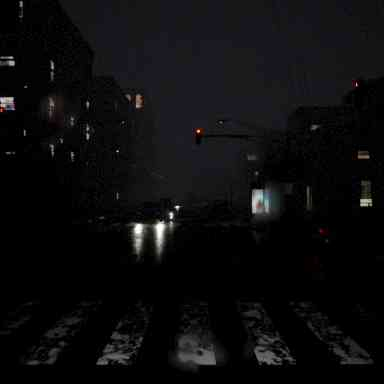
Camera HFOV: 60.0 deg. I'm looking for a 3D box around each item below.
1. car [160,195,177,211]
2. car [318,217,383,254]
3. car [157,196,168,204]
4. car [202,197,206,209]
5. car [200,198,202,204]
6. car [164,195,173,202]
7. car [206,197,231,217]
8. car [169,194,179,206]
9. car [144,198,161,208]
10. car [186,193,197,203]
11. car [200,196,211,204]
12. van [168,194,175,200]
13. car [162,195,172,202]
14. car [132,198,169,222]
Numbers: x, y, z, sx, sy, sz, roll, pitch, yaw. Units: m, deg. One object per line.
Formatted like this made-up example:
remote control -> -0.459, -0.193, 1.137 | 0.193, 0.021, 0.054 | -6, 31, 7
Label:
car -> -3.171, 1.514, 40.863 | 1.837, 1.490, 4.892 | 0, 1, 0
car -> 7.515, 1.630, 12.793 | 4.718, 1.301, 1.895 | 0, 1, 8
car -> -5.814, 1.565, 65.815 | 1.752, 1.417, 4.829 | 0, 0, 0
car -> 2.607, 1.597, 43.225 | 1.802, 1.307, 4.206 | 0, 0, 0
car -> 2.597, 1.571, 48.923 | 2.008, 1.369, 4.403 | 0, 0, 0
car -> -5.846, 1.592, 82.904 | 1.752, 1.417, 4.829 | -1, 0, 0
car -> 2.627, 1.446, 31.832 | 1.967, 1.590, 4.097 | 0, 0, 0
car -> -3.174, 1.505, 56.051 | 1.882, 1.535, 5.008 | 0, 0, 0
car -> -5.784, 1.571, 48.895 | 2.008, 1.369, 4.403 | 0, 0, 0
car -> -0.037, 1.269, 70.640 | 2.150, 2.045, 5.566 | 0, 0, 0
car -> 2.566, 1.591, 66.012 | 2.008, 1.369, 4.403 | -1, 0, 0
van -> -5.868, 1.430, 94.468 | 1.690, 1.788, 3.998 | -1, 0, 0
car -> -5.837, 1.497, 77.377 | 1.967, 1.590, 4.097 | 0, 0, 0
car -> -3.146, 1.480, 26.300 | 1.882, 1.535, 5.008 | 0, 0, 0
